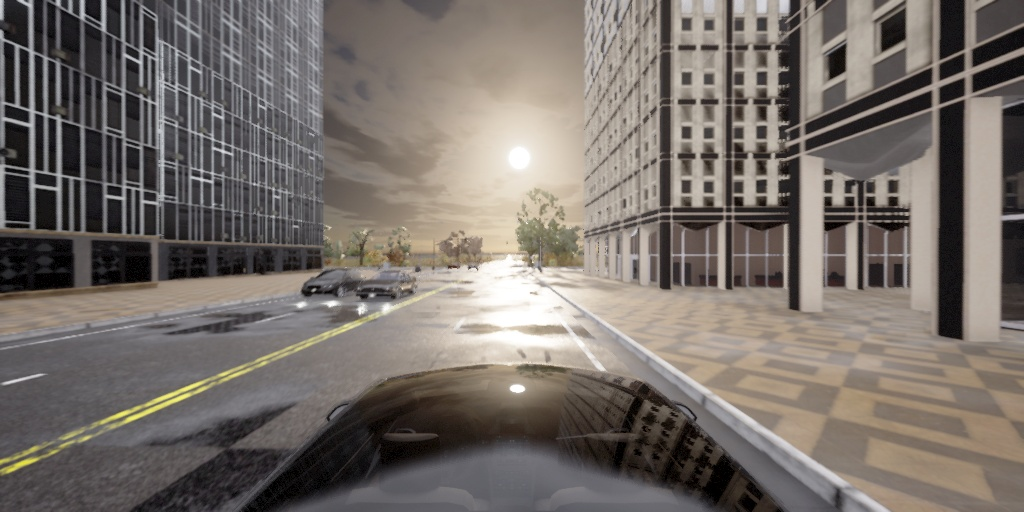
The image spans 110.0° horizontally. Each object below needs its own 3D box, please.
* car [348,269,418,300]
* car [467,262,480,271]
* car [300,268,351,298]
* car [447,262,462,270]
[{"bbox_3d":[-6.604,1.508,19.594,2.033,1.411,5.357,0,-1,0],"label":"car"},{"bbox_3d":[-6.516,1.675,61.049,2.033,1.411,5.357,0,-1,0],"label":"car"},{"bbox_3d":[-9.855,1.473,20.242,1.837,1.490,4.892,0,-1,0],"label":"car"},{"bbox_3d":[-9.767,1.666,61.017,1.895,1.301,4.718,0,-1,0],"label":"car"}]
